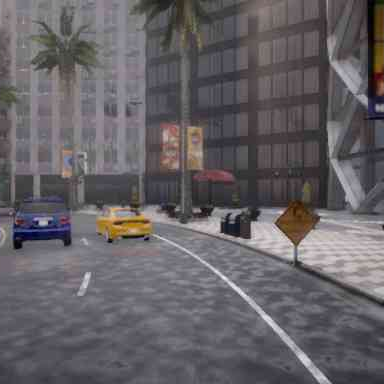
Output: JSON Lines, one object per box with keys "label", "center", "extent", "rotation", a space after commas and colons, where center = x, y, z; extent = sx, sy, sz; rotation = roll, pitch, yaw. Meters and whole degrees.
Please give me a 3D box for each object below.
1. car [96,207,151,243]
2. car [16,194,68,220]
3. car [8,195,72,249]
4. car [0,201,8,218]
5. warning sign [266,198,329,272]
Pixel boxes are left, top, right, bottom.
{"label": "car", "center": [-3.478, 1.485, 16.365], "extent": [1.882, 1.535, 5.008], "rotation": [0, 0, -24]}
{"label": "car", "center": [-13.672, 1.258, 30.170], "extent": [5.566, 2.045, 2.150], "rotation": [0, 0, 41]}
{"label": "car", "center": [-6.686, 1.258, 14.965], "extent": [2.150, 2.045, 5.566], "rotation": [0, 0, -24]}
{"label": "car", "center": [-15.955, 1.496, 27.518], "extent": [4.902, 1.511, 2.128], "rotation": [0, 0, 41]}
{"label": "warning sign", "center": [2.849, 1.115, 9.128], "extent": [1.300, 1.860, 1.060], "rotation": [0, 0, -12]}
